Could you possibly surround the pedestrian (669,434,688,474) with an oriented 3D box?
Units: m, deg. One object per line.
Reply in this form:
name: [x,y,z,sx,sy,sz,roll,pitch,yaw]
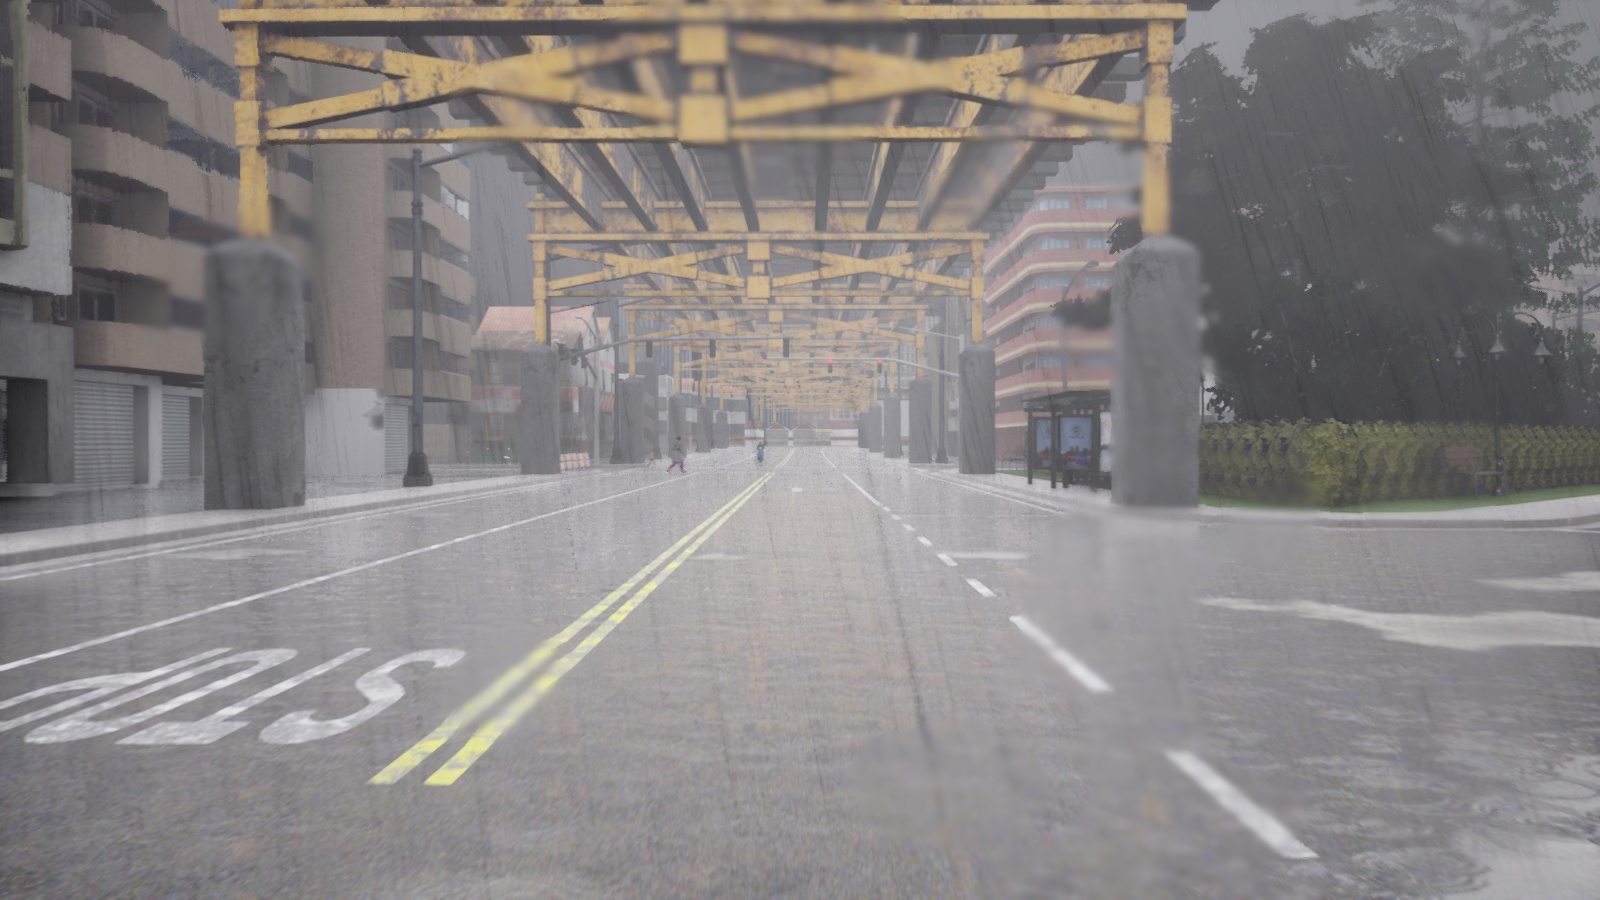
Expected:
pedestrian: [-5.959,0.180,61.489,0.873,1.952,0.659,0,0,0]
